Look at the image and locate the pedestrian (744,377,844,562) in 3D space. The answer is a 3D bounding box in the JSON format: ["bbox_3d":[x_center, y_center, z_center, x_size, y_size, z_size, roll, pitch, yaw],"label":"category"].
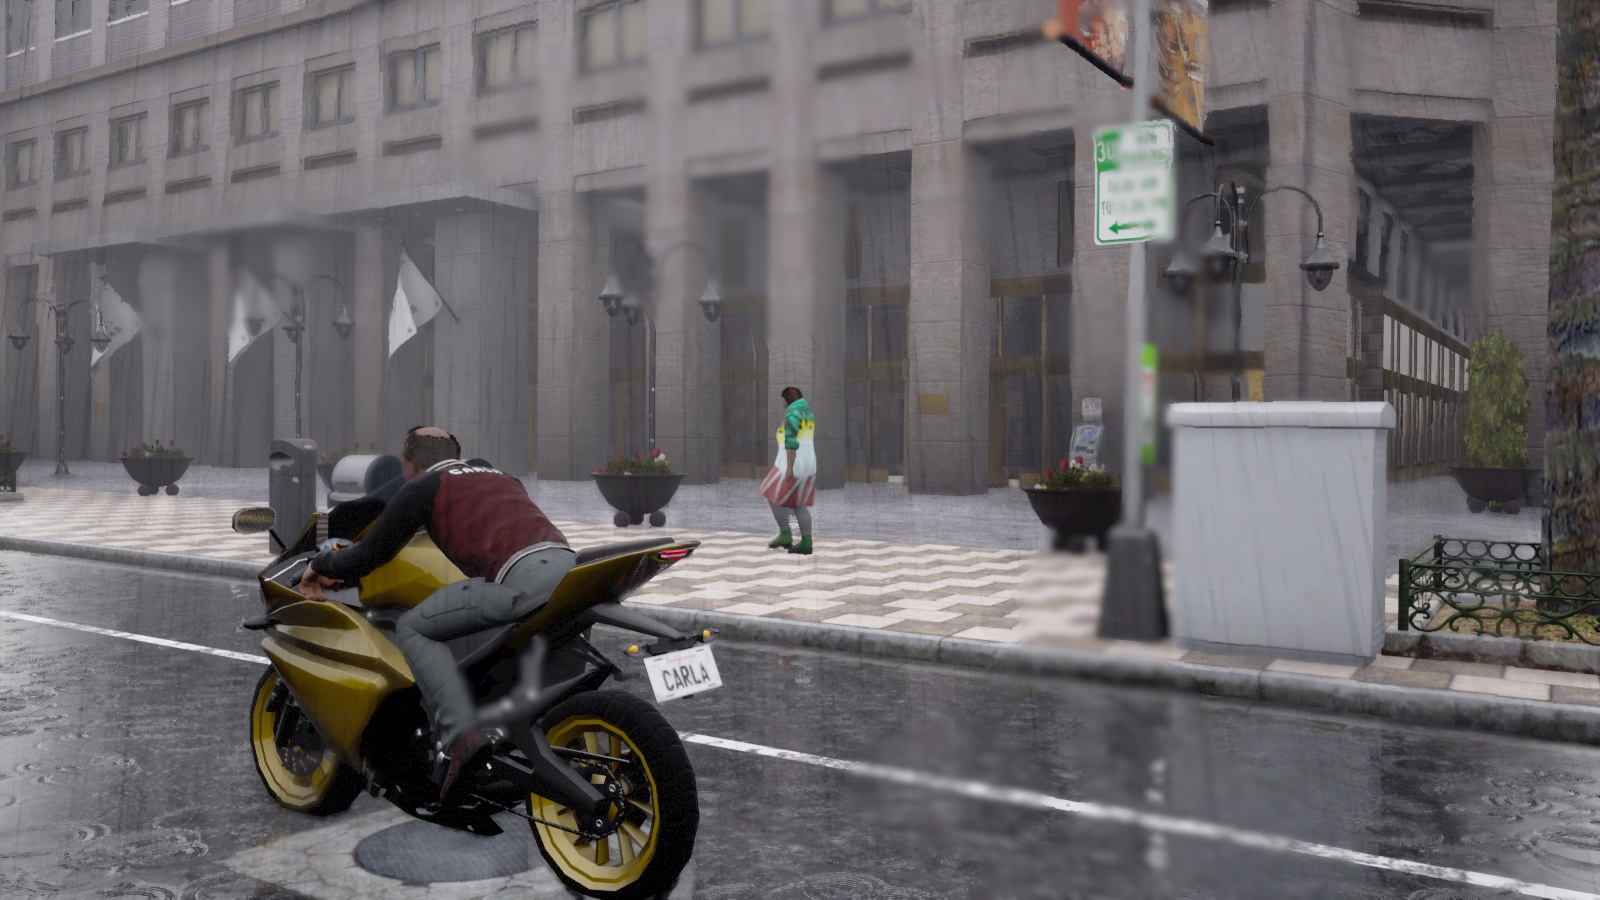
[{"bbox_3d":[-0.064,0.201,13.729,0.873,1.952,0.659,0,1,25],"label":"pedestrian"}]

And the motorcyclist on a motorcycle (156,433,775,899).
[{"bbox_3d":[-1.241,0.717,4.448,2.191,1.530,0.866,0,1,34],"label":"motorcyclist on a motorcycle"}]
